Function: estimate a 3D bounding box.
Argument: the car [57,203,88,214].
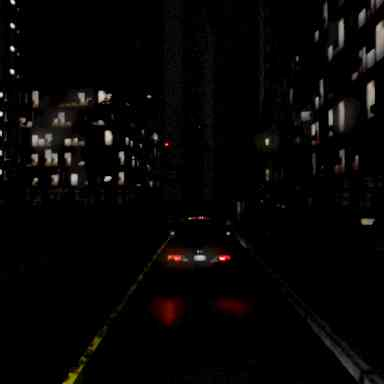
[{"bbox_3d":[-15.421,2.134,43.109,4.403,1.369,2.008,-1,0,11],"label":"car"}]

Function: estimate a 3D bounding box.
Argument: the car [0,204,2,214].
[{"bbox_3d":[-26.448,2.361,45.330,4.313,1.339,1.947,-1,0,11],"label":"car"}]

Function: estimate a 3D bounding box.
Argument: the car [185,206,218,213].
[{"bbox_3d":[0.581,1.642,20.464,1.837,1.490,4.892,0,0,2],"label":"car"}]

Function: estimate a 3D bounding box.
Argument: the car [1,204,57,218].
[{"bbox_3d":[-17.076,2.041,34.895,4.403,1.369,2.008,-1,0,11],"label":"car"}]

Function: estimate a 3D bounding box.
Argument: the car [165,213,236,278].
[{"bbox_3d":[0.254,1.620,10.335,2.033,1.411,5.357,0,0,1],"label":"car"}]
